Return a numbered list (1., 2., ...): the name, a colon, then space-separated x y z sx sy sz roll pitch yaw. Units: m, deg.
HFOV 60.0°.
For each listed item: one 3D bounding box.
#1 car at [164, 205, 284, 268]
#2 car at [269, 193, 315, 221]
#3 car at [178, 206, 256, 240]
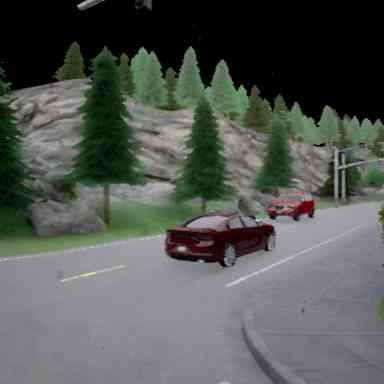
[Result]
1. car: 1.169 1.412 11.234 1.882 1.535 5.008 0 0 36
2. car: 7.921 1.078 26.142 2.150 2.045 5.566 0 0 37
3. car: 1.472 1.510 17.605 1.895 1.301 4.718 0 0 37
